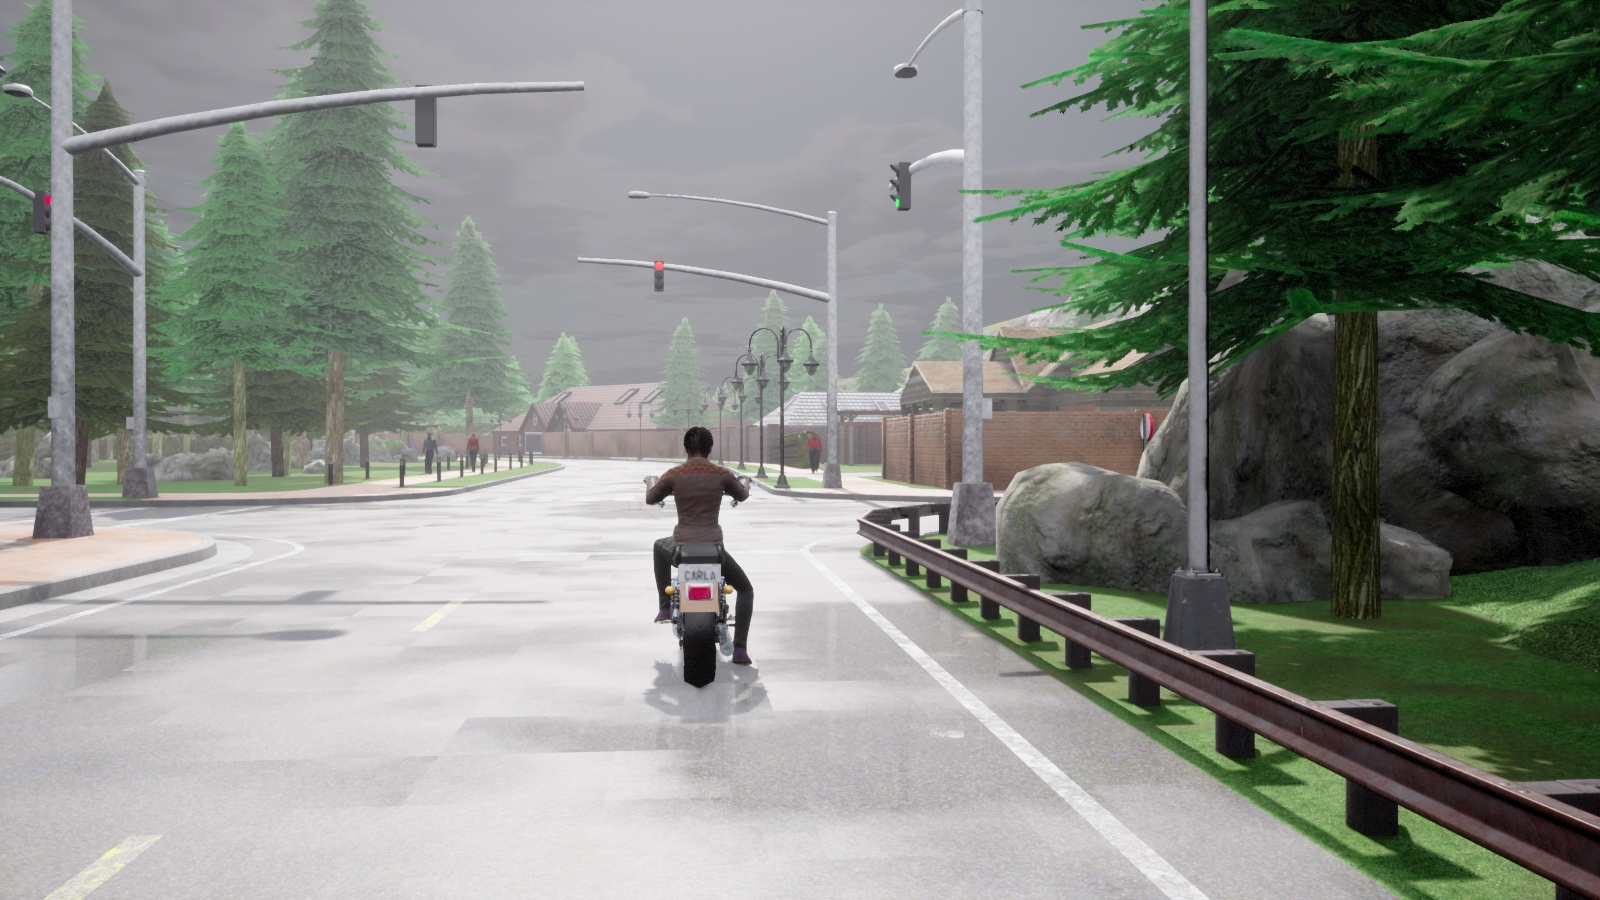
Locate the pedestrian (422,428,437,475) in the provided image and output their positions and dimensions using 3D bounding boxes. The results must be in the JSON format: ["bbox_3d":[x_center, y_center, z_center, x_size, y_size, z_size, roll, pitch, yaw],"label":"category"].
[{"bbox_3d":[-15.474,0.064,52.427,0.423,1.949,0.788,0,0,-4],"label":"pedestrian"}]

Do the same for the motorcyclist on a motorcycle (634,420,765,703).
[{"bbox_3d":[-0.693,0.648,8.534,0.766,1.649,2.350,0,0,-5],"label":"motorcyclist on a motorcycle"}]

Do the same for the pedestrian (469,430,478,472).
[{"bbox_3d":[-14.739,0.040,56.664,0.331,1.846,0.636,0,0,-8],"label":"pedestrian"}]

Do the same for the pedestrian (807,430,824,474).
[{"bbox_3d":[0.637,0.082,53.288,0.634,1.844,0.899,0,0,-5],"label":"pedestrian"}]
